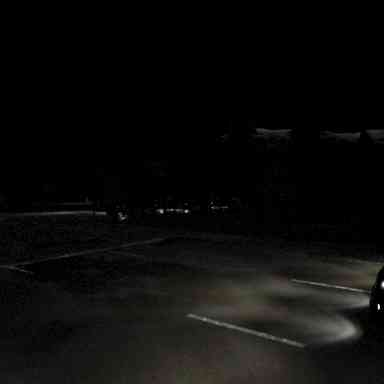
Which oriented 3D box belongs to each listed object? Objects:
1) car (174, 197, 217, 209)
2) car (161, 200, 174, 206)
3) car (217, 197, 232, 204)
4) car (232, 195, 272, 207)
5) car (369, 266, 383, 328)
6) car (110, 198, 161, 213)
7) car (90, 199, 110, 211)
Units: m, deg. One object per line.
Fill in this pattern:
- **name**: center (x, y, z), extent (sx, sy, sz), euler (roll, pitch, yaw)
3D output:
- **car**: center (0.527, 1.421, 43.028), extent (4.892, 1.490, 1.837), euler (0, 0, -41)
- **car**: center (-2.824, 1.425, 44.716), extent (4.674, 1.442, 1.812), euler (0, 0, -42)
- **car**: center (4.575, 1.458, 50.815), extent (5.357, 1.411, 2.033), euler (0, 0, -37)
- **car**: center (8.966, 1.422, 49.506), extent (4.902, 1.511, 2.128), euler (0, 0, -33)
- **car**: center (5.064, 1.352, 4.633), extent (4.553, 1.767, 2.097), euler (0, 0, 36)
- **car**: center (-6.119, 1.414, 36.535), extent (1.837, 1.490, 4.892), euler (0, 0, 43)
- **car**: center (-9.277, 1.494, 38.340), extent (1.895, 1.301, 4.718), euler (0, 0, 43)
